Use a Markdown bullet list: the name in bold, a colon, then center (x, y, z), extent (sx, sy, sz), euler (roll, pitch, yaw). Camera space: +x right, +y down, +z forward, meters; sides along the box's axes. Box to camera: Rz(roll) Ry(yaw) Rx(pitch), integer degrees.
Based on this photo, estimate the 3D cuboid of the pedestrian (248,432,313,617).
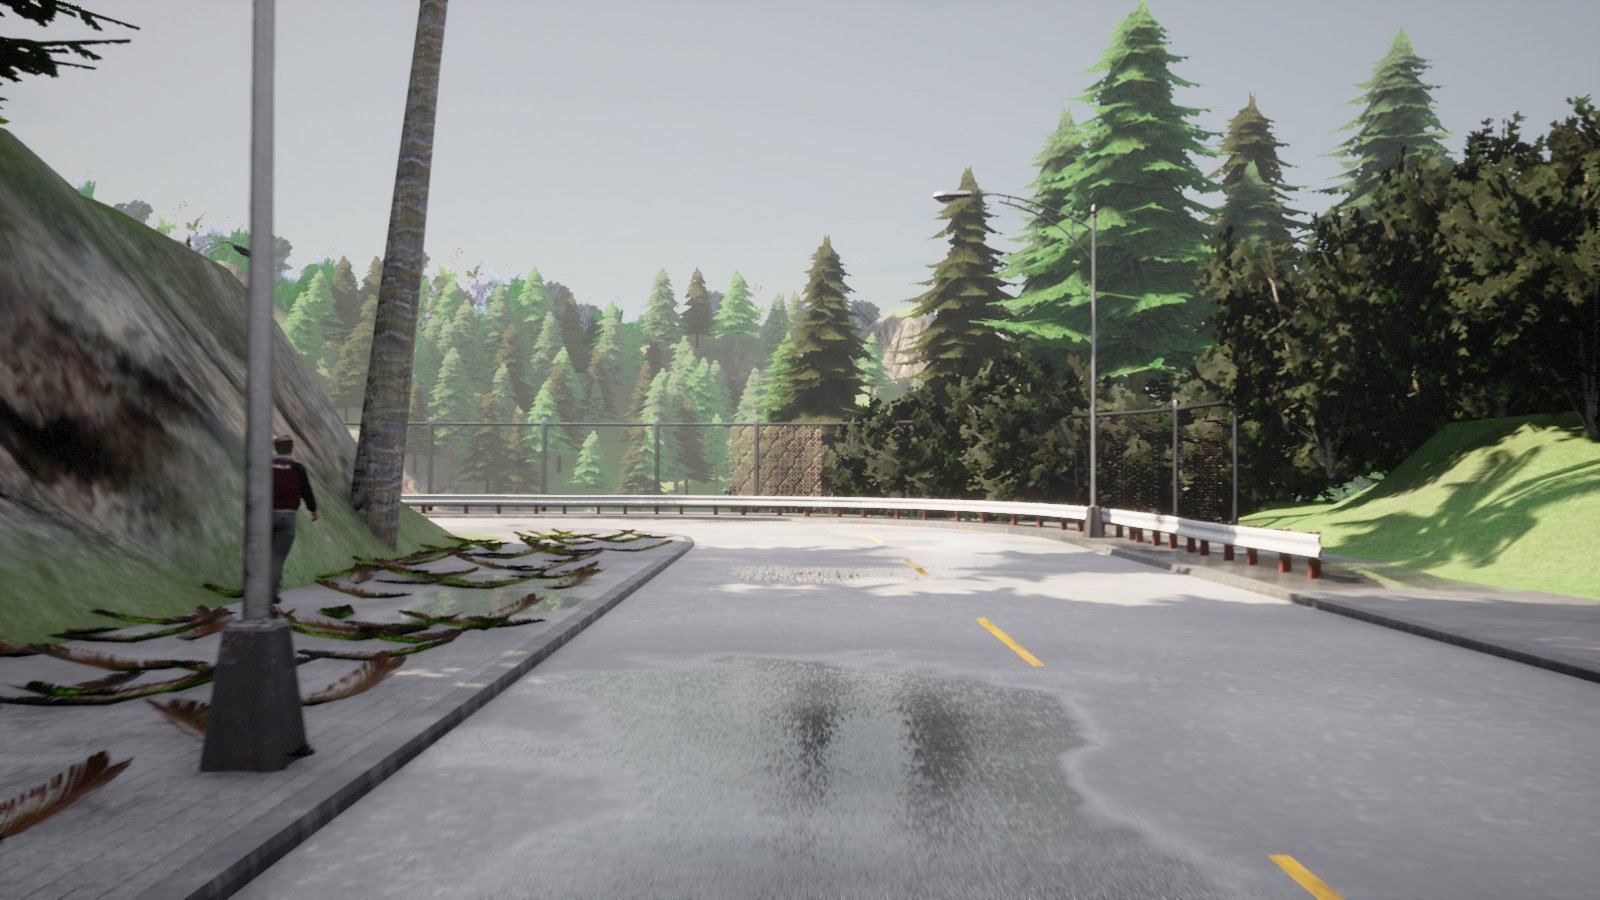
- **pedestrian**: center (-5.359, 0.753, 12.973), extent (0.376, 1.854, 0.720), euler (0, -1, 0)
